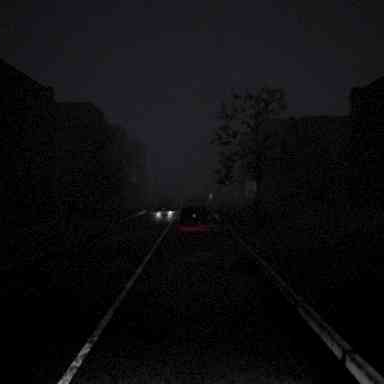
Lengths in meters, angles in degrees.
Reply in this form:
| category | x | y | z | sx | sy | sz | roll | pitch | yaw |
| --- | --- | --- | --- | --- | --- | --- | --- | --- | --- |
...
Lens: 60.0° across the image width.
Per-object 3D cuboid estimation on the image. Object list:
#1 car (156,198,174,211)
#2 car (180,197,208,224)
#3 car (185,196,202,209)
| category | x | y | z | sx | sy | sz | roll | pitch | yaw |
| --- | --- | --- | --- | --- | --- | --- | --- | --- | --- |
| car | -3.027 | 1.410 | 38.119 | 2.033 | 1.411 | 5.357 | 0 | 0 | 0 |
| car | 0.139 | 1.390 | 24.300 | 1.882 | 1.535 | 5.008 | 0 | 0 | 0 |
| car | 0.179 | 1.337 | 42.834 | 2.128 | 1.511 | 4.902 | 0 | 0 | 0 |
